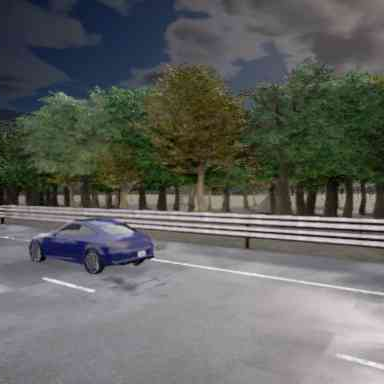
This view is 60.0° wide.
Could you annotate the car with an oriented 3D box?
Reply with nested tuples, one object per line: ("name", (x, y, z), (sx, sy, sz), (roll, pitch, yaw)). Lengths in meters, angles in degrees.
("car", (-3.282, 1.573, 10.620), (4.674, 1.442, 1.812), (0, 0, 35))
